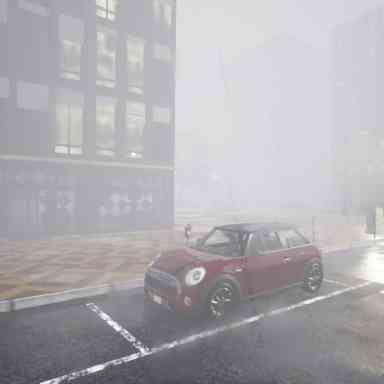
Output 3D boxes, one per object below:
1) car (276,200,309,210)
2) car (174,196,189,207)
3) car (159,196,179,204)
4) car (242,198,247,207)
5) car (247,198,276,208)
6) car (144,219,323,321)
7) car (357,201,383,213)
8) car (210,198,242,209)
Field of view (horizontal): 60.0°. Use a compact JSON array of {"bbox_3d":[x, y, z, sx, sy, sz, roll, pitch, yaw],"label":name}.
[{"bbox_3d":[14.483,1.807,46.902,1.802,1.307,4.206,1,-1,-35],"label":"car"},{"bbox_3d":[-2.199,1.733,55.931,1.887,1.381,4.507,1,-1,-35],"label":"car"},{"bbox_3d":[-5.206,1.724,74.652,2.192,1.841,5.009,1,-1,-35],"label":"car"},{"bbox_3d":[7.920,1.726,56.152,1.967,1.590,4.097,1,-1,-35],"label":"car"},{"bbox_3d":[11.202,1.800,51.527,1.887,1.381,4.507,1,-1,-35],"label":"car"},{"bbox_3d":[0.990,1.442,7.261,4.097,1.590,1.967,0,1,-36],"label":"car"},{"bbox_3d":[21.047,1.730,37.653,1.947,1.339,4.313,1,-1,-35],"label":"car"},{"bbox_3d":[4.364,1.678,46.682,2.008,1.369,4.403,1,-1,-35],"label":"car"}]
